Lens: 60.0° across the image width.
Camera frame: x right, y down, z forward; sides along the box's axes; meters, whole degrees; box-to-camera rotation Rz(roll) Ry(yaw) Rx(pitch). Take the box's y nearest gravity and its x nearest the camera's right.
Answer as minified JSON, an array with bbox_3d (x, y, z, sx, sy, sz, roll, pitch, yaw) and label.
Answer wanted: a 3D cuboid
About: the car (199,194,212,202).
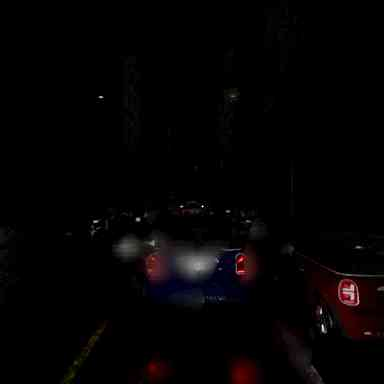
[{"bbox_3d":[2.912,1.484,65.541,1.967,1.590,4.097,0,0,0],"label":"car"}]

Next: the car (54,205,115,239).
[{"bbox_3d":[-5.665,1.567,17.451,1.947,1.339,4.313,0,0,0],"label":"car"}]

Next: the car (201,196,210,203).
[{"bbox_3d":[2.924,1.579,71.120,1.752,1.417,4.829,0,0,0],"label":"car"}]

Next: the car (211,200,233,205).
[{"bbox_3d":[2.865,1.569,28.451,1.947,1.339,4.313,0,0,0],"label":"car"}]

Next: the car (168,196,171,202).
[{"bbox_3d":[-5.613,1.625,65.557,1.802,1.307,4.206,0,0,0],"label":"car"}]

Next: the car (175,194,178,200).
[{"bbox_3d":[-5.554,1.637,92.430,1.752,1.417,4.829,0,0,0],"label":"car"}]

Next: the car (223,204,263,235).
[{"bbox_3d":[2.860,1.552,17.448,2.008,1.369,4.403,0,0,0],"label":"car"}]

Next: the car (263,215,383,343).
[{"bbox_3d":[2.856,1.440,6.445,1.967,1.590,4.097,0,0,0],"label":"car"}]

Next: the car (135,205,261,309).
[{"bbox_3d":[0.102,1.352,8.015,2.097,1.767,4.553,0,0,0],"label":"car"}]

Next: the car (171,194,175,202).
[{"bbox_3d":[-5.588,1.616,76.374,2.008,1.369,4.403,0,0,0],"label":"car"}]

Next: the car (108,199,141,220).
[{"bbox_3d":[-5.661,1.443,28.454,1.967,1.590,4.097,0,0,0],"label":"car"}]

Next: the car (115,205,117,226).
[{"bbox_3d":[-5.663,1.584,22.953,1.802,1.307,4.206,0,0,0],"label":"car"}]

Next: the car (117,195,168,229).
[{"bbox_3d":[-3.059,1.225,21.746,2.150,2.045,5.566,0,0,0],"label":"car"}]

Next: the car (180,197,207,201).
[{"bbox_3d":[0.010,1.459,27.317,1.801,1.575,5.366,0,0,0],"label":"car"}]

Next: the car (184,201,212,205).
[{"bbox_3d":[0.102,1.479,17.295,1.882,1.535,5.008,0,0,0],"label":"car"}]
